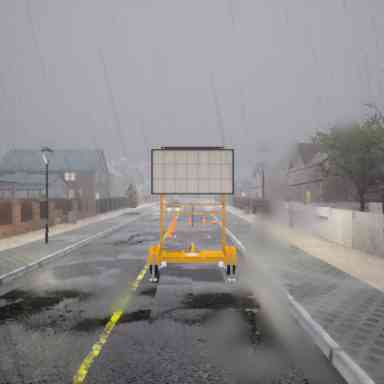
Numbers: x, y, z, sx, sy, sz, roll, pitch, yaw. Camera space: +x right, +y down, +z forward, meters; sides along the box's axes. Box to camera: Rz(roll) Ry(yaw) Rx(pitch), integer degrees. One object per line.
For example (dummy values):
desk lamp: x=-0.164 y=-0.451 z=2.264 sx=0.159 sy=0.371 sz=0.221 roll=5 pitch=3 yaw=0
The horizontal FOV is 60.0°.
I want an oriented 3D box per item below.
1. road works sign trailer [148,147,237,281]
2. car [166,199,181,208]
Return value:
road works sign trailer: x=0.019 y=0.471 z=9.835 sx=2.380 sy=3.560 sz=2.880 roll=0 pitch=0 yaw=0
car: x=-2.724 y=1.668 z=49.097 sx=1.994 sy=1.385 sz=4.181 roll=0 pitch=0 yaw=0
